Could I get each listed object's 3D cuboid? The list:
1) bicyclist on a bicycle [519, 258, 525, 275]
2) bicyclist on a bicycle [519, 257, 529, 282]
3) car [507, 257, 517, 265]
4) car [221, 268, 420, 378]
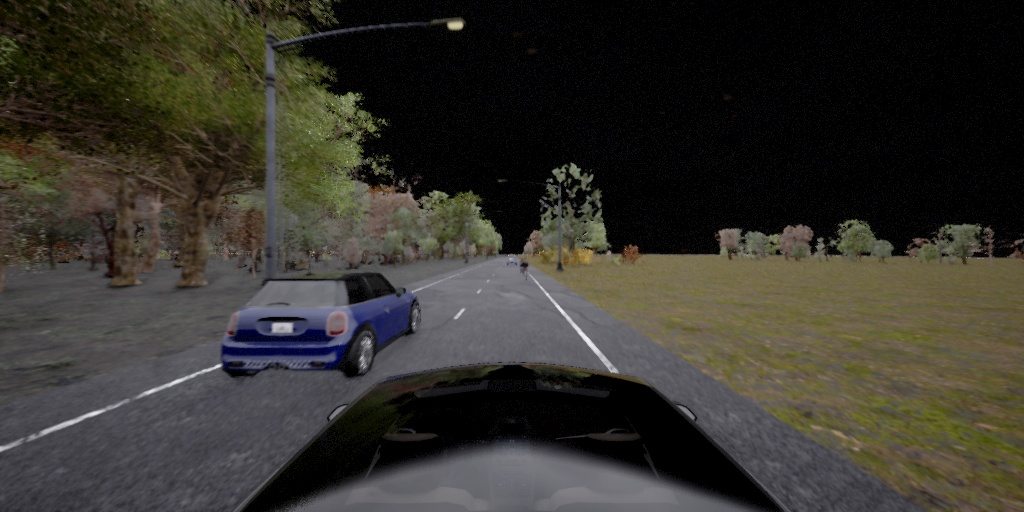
[{"bbox_3d":[0.950,1.005,34.644,0.582,1.620,1.656,0,0,0],"label":"bicyclist on a bicycle"},{"bbox_3d":[0.955,0.974,26.113,0.659,1.776,1.843,0,1,0],"label":"bicyclist on a bicycle"},{"bbox_3d":[-0.001,0.919,64.990,2.033,1.411,5.357,0,0,1],"label":"car"},{"bbox_3d":[-3.404,1.068,7.444,2.097,1.767,4.553,0,0,0],"label":"car"}]
